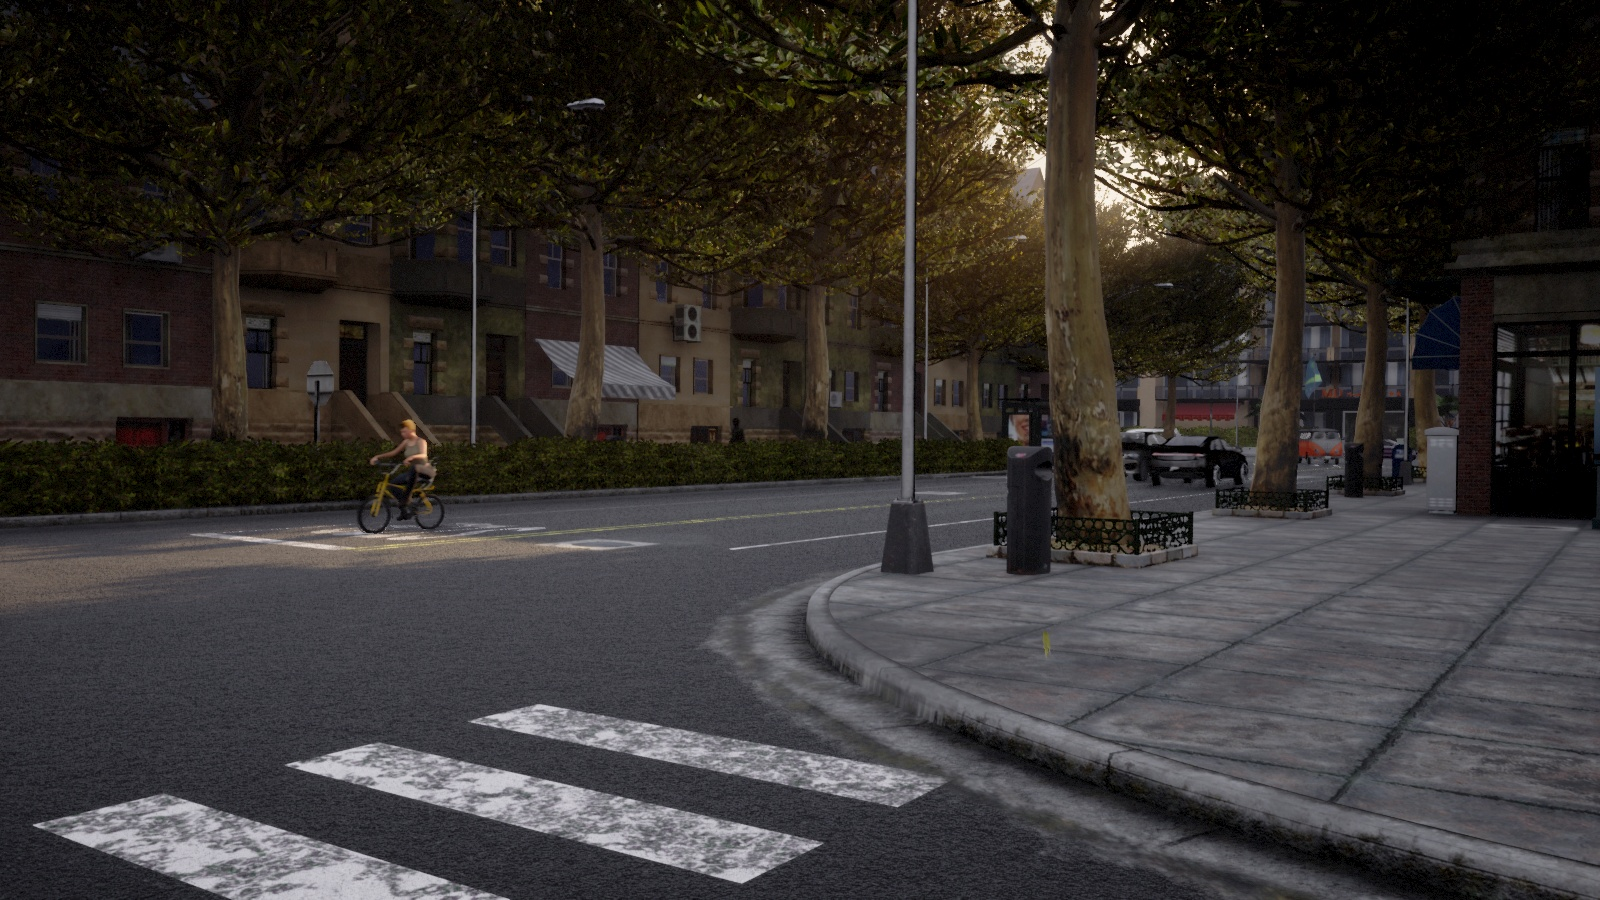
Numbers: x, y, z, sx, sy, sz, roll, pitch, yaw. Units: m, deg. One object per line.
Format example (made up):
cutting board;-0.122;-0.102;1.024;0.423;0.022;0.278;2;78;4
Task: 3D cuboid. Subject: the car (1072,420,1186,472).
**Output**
car;11.287;-0.177;42.827;2.152;1.651;5.027;0;1;34

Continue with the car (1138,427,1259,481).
car;12.064;0.063;37.772;2.128;1.511;4.902;0;1;34

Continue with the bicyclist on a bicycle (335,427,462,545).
bicyclist on a bicycle;-5.738;0.474;18.011;0.866;1.612;1.509;0;1;34

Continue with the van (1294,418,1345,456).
van;28.804;-0.729;69.737;1.775;1.987;4.442;0;1;12

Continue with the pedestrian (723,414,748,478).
pedestrian;-1.963;-0.117;38.317;0.395;1.930;0.692;0;1;34

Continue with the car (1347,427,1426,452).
car;36.519;-0.654;78.224;4.193;1.474;1.816;0;1;34
